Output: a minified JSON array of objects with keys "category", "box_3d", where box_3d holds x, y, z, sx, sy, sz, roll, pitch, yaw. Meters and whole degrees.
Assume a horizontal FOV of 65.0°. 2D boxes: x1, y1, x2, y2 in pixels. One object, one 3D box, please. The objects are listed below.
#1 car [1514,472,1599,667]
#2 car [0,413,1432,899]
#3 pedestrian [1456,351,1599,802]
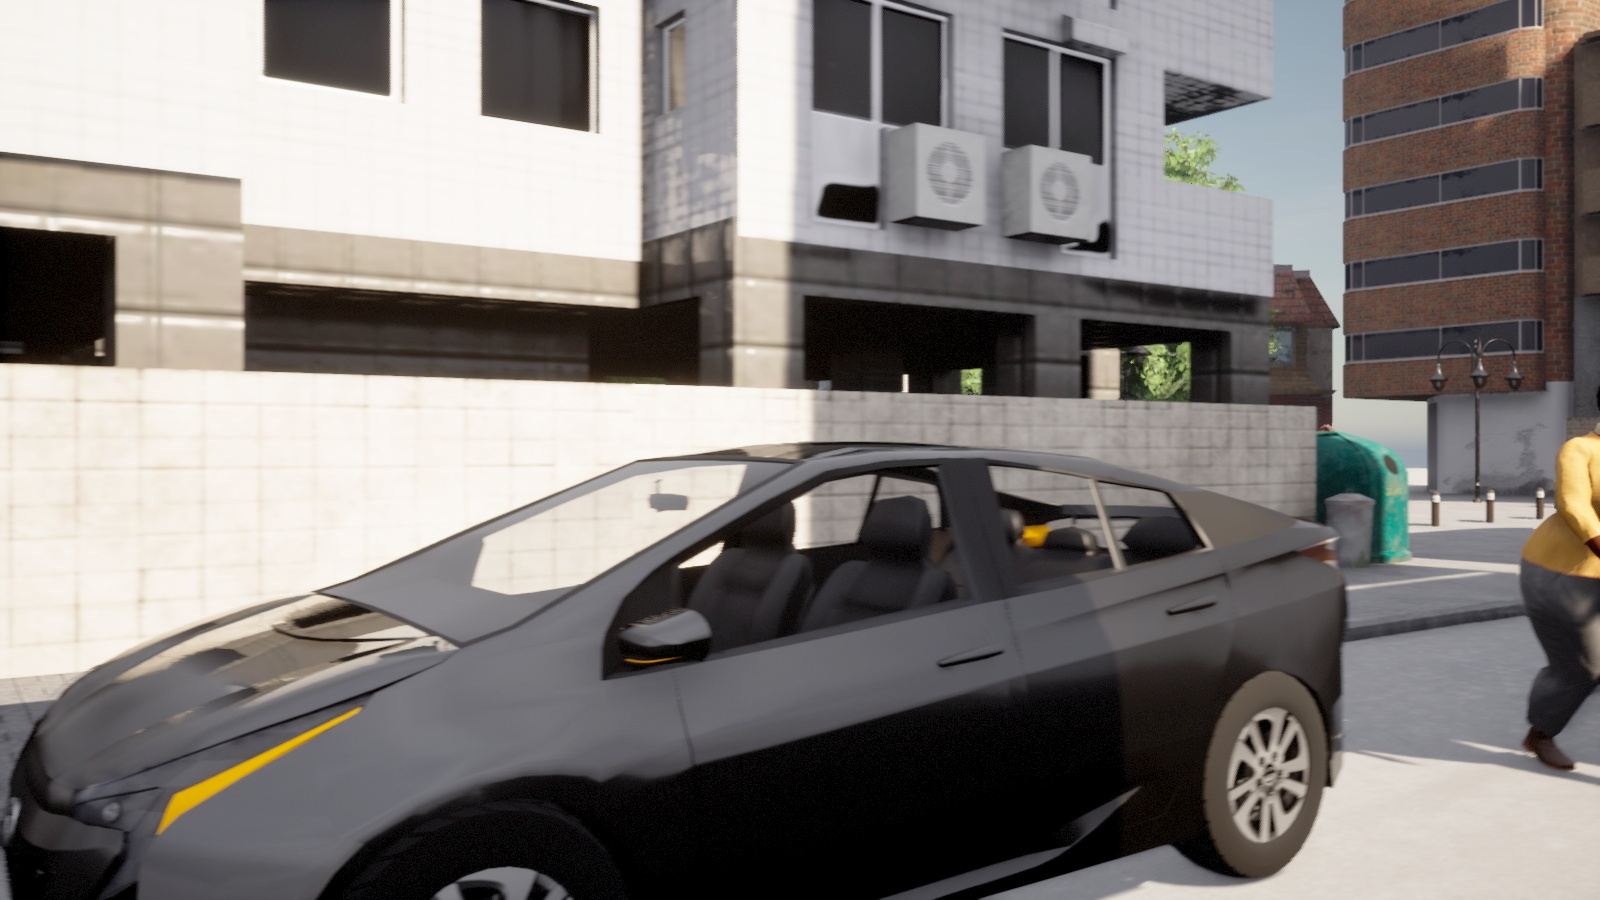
[{"category":"car","box_3d":[7.581,0.811,9.552,4.718,1.301,1.895,0,0,-35]},{"category":"car","box_3d":[-0.066,0.694,4.223,4.514,1.525,2.007,0,0,-35]},{"category":"pedestrian","box_3d":[3.603,0.519,5.538,0.874,1.855,0.900,0,0,-22]}]
